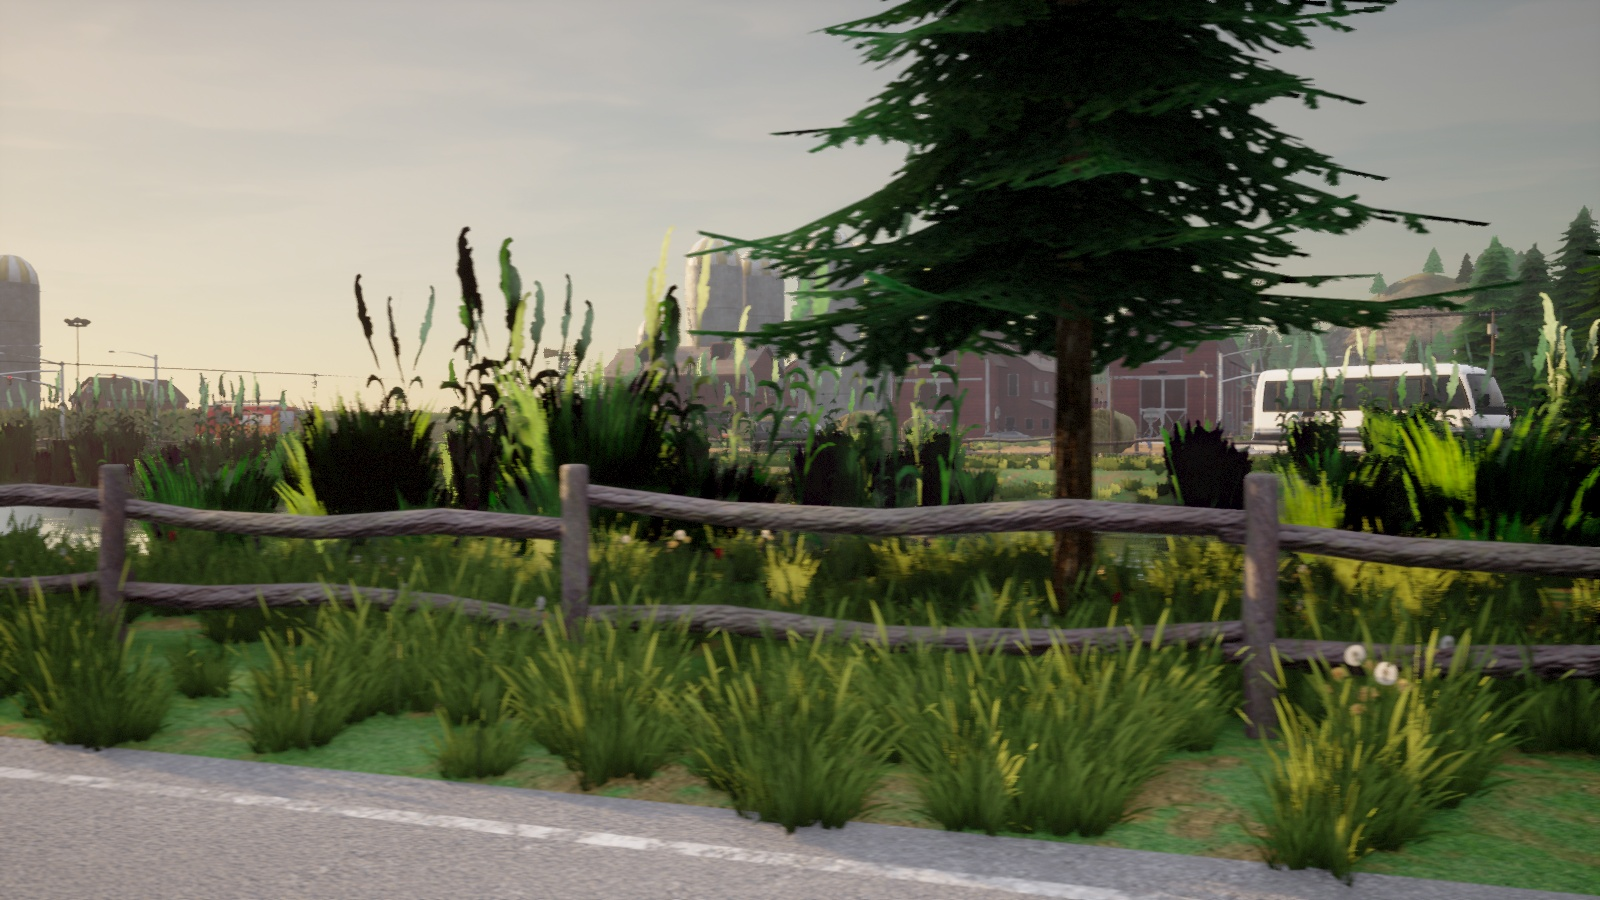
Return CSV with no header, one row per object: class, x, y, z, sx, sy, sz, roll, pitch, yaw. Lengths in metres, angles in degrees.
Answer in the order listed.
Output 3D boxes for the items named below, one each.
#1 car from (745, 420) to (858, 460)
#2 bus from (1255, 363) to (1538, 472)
car,0.062,-0.551,66.285,5.566,2.045,2.150,1,1,28
bus,25.415,-1.351,54.154,3.944,4.253,10.273,0,1,-40
